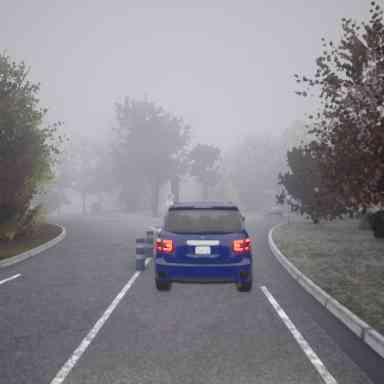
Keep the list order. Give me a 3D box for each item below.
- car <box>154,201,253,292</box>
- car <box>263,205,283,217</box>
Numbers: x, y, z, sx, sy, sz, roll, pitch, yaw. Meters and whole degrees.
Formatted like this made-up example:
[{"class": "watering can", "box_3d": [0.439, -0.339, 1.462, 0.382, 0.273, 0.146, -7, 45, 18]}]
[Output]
[{"class": "car", "box_3d": [0.336, 1.267, 9.229, 2.150, 2.045, 5.566, 0, -1, 3]}, {"class": "car", "box_3d": [10.518, 2.468, 43.518, 2.033, 1.411, 5.357, 0, -2, 4]}]
